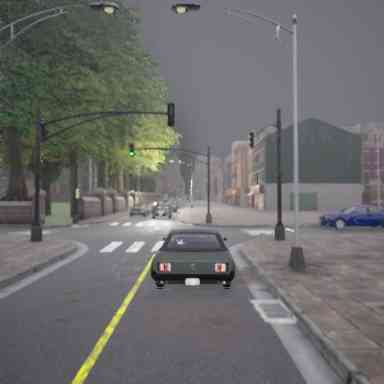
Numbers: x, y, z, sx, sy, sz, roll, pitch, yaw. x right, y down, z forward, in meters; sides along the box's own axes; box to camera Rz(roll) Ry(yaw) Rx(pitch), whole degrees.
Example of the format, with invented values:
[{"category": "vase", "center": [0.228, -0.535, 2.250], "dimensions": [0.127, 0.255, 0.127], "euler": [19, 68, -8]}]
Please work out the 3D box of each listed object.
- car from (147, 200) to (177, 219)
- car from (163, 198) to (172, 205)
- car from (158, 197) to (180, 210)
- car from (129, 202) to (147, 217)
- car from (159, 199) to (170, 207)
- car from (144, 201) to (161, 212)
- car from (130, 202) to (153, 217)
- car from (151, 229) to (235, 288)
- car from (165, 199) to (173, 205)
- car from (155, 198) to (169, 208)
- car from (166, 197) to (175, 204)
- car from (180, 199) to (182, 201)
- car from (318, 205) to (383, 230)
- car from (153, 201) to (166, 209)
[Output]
[{"category": "car", "center": [-2.956, 1.840, 33.722], "dimensions": [2.128, 1.511, 4.902], "euler": [0, -1, 0]}, {"category": "car", "center": [-5.871, 2.374, 80.530], "dimensions": [1.967, 1.590, 4.097], "euler": [1, -1, 0]}, {"category": "car", "center": [-3.037, 1.810, 43.617], "dimensions": [2.097, 1.767, 4.553], "euler": [0, -1, 0]}, {"category": "car", "center": [-5.522, 1.916, 35.247], "dimensions": [2.008, 1.369, 4.403], "euler": [1, -1, 0]}, {"category": "car", "center": [-5.779, 2.221, 69.631], "dimensions": [1.967, 1.590, 4.097], "euler": [1, -1, 0]}, {"category": "car", "center": [-5.599, 2.072, 47.831], "dimensions": [1.947, 1.339, 4.313], "euler": [1, -1, 0]}, {"category": "car", "center": [-5.562, 1.912, 37.221], "dimensions": [1.752, 1.417, 4.829], "euler": [1, -1, 0]}, {"category": "car", "center": [0.081, 1.695, 9.494], "dimensions": [1.895, 1.301, 4.718], "euler": [0, -1, 2]}, {"category": "car", "center": [-5.916, 2.537, 85.809], "dimensions": [1.752, 1.417, 4.829], "euler": [1, -1, 0]}, {"category": "car", "center": [-5.731, 2.024, 64.183], "dimensions": [2.192, 1.841, 5.009], "euler": [1, -1, 0]}, {"category": "car", "center": [-5.959, 2.411, 91.432], "dimensions": [2.192, 1.841, 5.009], "euler": [1, -1, 0]}, {"category": "car", "center": [-3.115, 2.138, 53.491], "dimensions": [1.994, 1.385, 4.181], "euler": [0, -1, -1]}, {"category": "car", "center": [10.936, 1.635, 21.917], "dimensions": [5.008, 1.535, 1.882], "euler": [-1, -2, 0]}, {"category": "car", "center": [-5.691, 2.220, 58.730], "dimensions": [1.802, 1.307, 4.206], "euler": [1, -1, 0]}]
